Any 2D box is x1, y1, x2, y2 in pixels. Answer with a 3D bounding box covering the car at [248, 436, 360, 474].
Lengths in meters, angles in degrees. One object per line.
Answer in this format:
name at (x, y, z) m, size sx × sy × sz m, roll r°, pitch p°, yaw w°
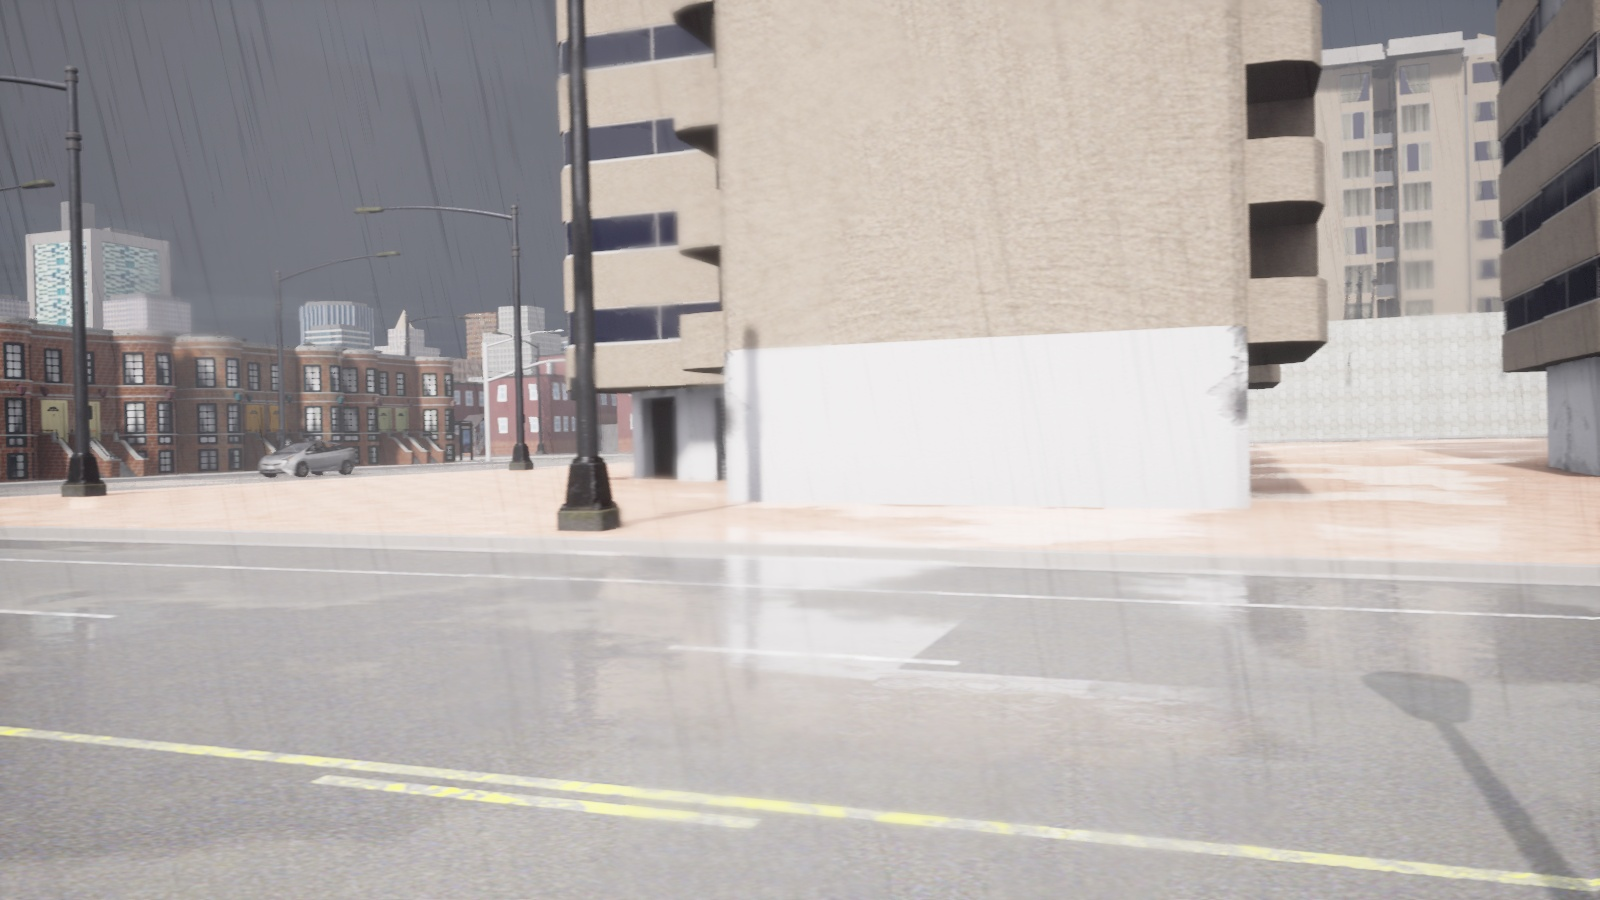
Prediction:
car at (-21.513, 0.199, 54.649) m, size 2.007 × 1.525 × 4.514 m, roll -1°, pitch 1°, yaw 20°
